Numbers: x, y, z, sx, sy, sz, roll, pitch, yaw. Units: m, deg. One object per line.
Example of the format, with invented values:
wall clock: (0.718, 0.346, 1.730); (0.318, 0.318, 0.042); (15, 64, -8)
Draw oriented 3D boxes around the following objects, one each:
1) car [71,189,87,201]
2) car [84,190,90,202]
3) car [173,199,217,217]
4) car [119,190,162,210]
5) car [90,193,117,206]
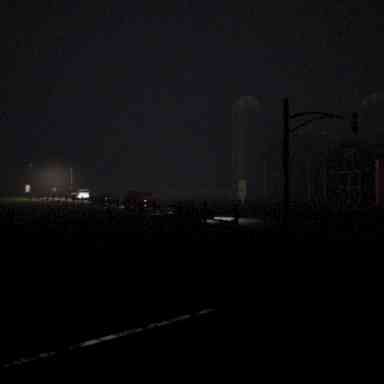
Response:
car: (-20.541, 0.527, 61.149); (2.150, 2.045, 5.566); (-1, 1, -36)
car: (-15.201, 0.887, 53.799); (2.128, 1.511, 4.902); (-1, 1, -36)
car: (0.189, 1.285, 27.584); (1.994, 1.385, 4.181); (-1, 1, -36)
car: (-5.292, 0.855, 35.165); (2.150, 2.045, 5.566); (-1, 1, -36)
car: (-11.072, 0.891, 43.215); (2.097, 1.767, 4.553); (-1, 1, -35)
